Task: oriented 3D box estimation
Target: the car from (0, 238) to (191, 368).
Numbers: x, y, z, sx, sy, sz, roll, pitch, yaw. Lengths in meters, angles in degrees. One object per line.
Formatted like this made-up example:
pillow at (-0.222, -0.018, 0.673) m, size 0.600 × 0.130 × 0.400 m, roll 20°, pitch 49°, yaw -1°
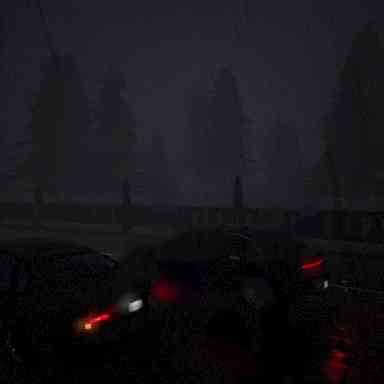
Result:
car at (-2.871, 1.538, 5.676) m, size 5.357 × 1.411 × 2.033 m, roll 0°, pitch 0°, yaw 32°

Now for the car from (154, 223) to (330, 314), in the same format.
car at (0.500, 1.486, 7.597) m, size 4.892 × 1.490 × 1.837 m, roll 0°, pitch 0°, yaw 33°
